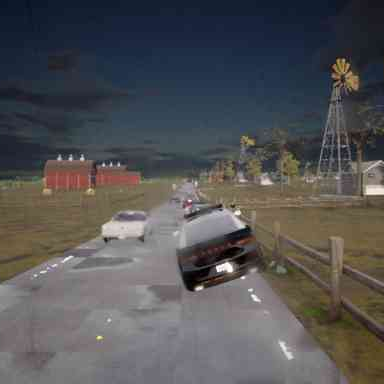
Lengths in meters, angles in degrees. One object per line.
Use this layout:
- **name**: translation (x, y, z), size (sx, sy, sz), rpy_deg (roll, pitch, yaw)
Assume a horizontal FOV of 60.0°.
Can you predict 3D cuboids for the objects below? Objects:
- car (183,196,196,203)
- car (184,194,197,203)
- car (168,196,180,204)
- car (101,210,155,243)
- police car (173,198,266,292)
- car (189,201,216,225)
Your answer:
- **car**: translation (0.667, 1.308, 19.108), size (2.097, 1.767, 4.553), rpy_deg (-1, 0, 0)
- **car**: translation (-0.269, 1.209, 60.581), size (2.128, 1.511, 4.902), rpy_deg (0, 1, 0)
- **car**: translation (-3.006, 1.315, 57.272), size (2.033, 1.411, 5.357), rpy_deg (0, 1, 0)
- **car**: translation (-2.921, 1.582, 16.048), size (1.895, 1.301, 4.718), rpy_deg (0, 0, 0)
- **police car**: translation (0.529, 1.199, 9.227), size (1.930, 1.638, 5.238), rpy_deg (-18, 3, 0)
- **car**: translation (0.714, 1.471, 25.149), size (1.837, 1.490, 4.892), rpy_deg (0, 0, 0)
